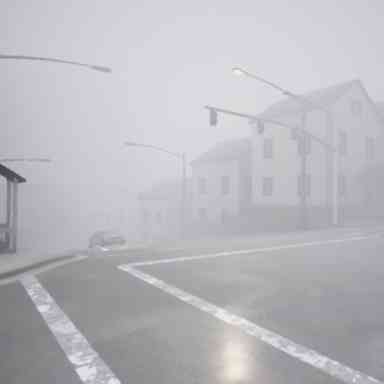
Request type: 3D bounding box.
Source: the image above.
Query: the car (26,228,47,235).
[{"bbox_3d":[-38.460,9.706,82.127,4.974,1.542,2.038,1,0,-6],"label":"car"}]

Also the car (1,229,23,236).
[{"bbox_3d":[-42.382,9.486,78.449,1.853,1.218,4.536,0,0,19],"label":"car"}]

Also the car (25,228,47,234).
[{"bbox_3d":[-38.510,9.548,82.122,4.536,1.218,1.853,1,0,-6],"label":"car"}]

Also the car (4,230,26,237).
[{"bbox_3d":[-42.399,9.643,78.399,2.038,1.542,4.974,0,0,19],"label":"car"}]

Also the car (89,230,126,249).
[{"bbox_3d":[-7.049,3.818,27.280,1.812,1.442,4.674,1,-10,-35],"label":"car"}]
